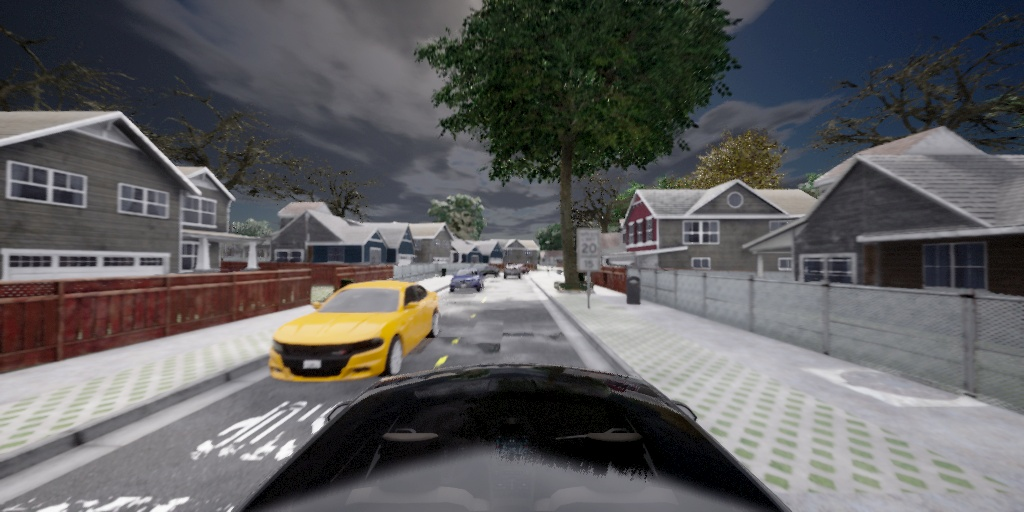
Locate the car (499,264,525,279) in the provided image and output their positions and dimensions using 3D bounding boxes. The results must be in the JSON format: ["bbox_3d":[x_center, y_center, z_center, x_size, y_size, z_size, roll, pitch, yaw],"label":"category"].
[{"bbox_3d":[0.055,1.633,38.827,2.128,1.511,4.902,0,-1,1],"label":"car"}]

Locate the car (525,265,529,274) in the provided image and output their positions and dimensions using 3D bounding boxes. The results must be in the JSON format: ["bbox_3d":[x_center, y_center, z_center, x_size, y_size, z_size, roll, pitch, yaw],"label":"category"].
[{"bbox_3d":[1.206,1.822,50.044,1.812,1.442,4.674,0,-1,13],"label":"car"}]

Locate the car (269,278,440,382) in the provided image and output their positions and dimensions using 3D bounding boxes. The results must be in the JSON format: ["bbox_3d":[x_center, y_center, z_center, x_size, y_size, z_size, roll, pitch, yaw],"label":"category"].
[{"bbox_3d":[-2.844,1.281,7.611,1.882,1.535,5.008,0,0,0],"label":"car"}]

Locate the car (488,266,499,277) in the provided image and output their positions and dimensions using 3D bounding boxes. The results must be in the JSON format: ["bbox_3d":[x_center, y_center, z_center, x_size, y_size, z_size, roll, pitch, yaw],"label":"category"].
[{"bbox_3d":[-2.547,1.781,42.237,1.895,1.301,4.718,0,-1,3],"label":"car"}]

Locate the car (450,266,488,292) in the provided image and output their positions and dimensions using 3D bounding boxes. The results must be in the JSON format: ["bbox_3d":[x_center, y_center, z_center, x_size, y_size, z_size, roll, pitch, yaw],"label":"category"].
[{"bbox_3d":[-2.816,1.496,23.308,1.812,1.442,4.674,0,-1,0],"label":"car"}]
